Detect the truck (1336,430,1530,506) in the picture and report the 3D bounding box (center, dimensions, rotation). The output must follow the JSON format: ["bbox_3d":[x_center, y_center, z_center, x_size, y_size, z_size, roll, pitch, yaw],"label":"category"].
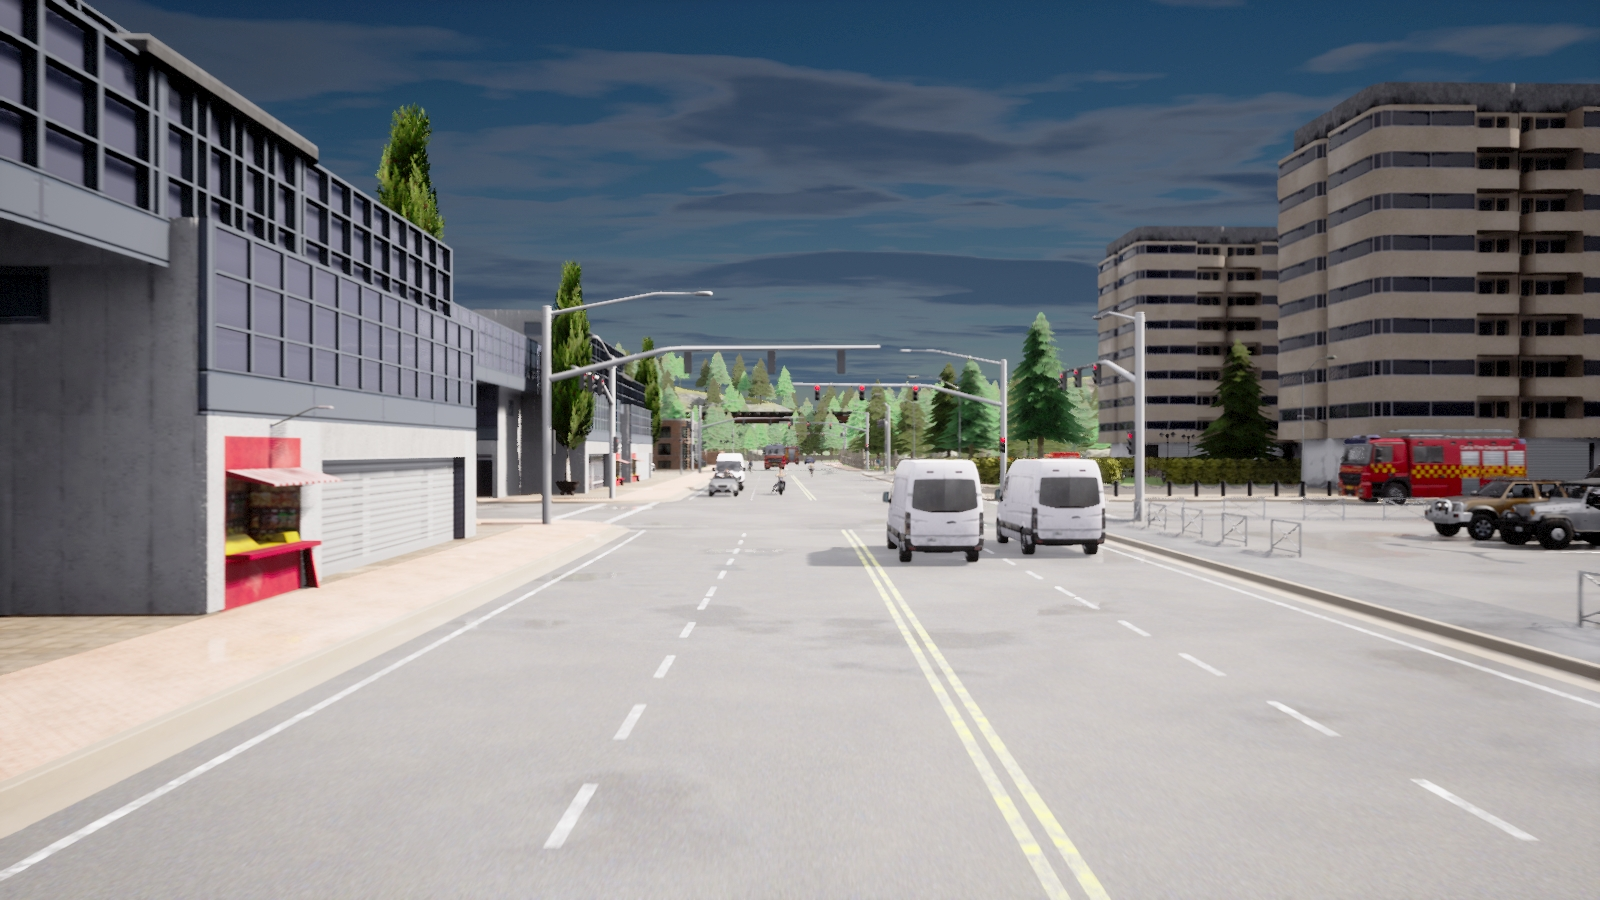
[{"bbox_3d":[32.522,0.889,58.916,8.468,3.827,2.891,0,0,-2],"label":"truck"}]

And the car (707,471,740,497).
[{"bbox_3d":[-4.639,2.065,69.814,1.816,1.474,4.193,0,0,-2],"label":"car"}]

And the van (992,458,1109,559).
[{"bbox_3d":[6.966,1.534,32.445,1.988,2.561,5.915,0,0,0],"label":"van"}]

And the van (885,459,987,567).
[{"bbox_3d":[3.483,1.534,30.403,1.988,2.561,5.915,0,0,0],"label":"van"}]

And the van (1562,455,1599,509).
[{"bbox_3d":[40.716,1.533,55.653,5.915,2.561,1.988,0,0,-2],"label":"van"}]
